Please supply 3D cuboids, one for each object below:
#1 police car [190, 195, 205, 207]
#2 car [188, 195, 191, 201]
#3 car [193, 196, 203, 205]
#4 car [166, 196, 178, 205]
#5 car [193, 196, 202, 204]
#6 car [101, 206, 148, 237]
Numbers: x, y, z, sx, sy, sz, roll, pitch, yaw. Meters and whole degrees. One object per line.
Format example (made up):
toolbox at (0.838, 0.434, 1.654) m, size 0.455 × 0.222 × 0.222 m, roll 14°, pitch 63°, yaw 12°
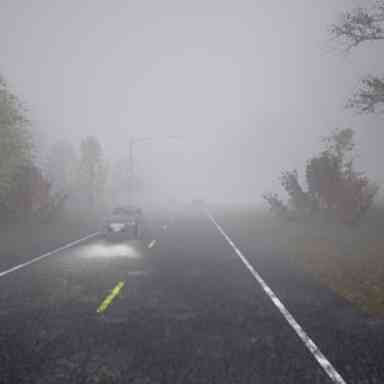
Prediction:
police car at (1.051, 1.508, 51.797) m, size 1.930 × 1.638 × 5.238 m, roll 0°, pitch 0°, yaw 0°
car at (0.003, 1.440, 85.144) m, size 1.882 × 1.535 × 5.008 m, roll 0°, pitch 0°, yaw 0°
car at (1.052, 1.544, 61.878) m, size 1.801 × 1.575 × 5.366 m, roll 0°, pitch 0°, yaw 0°
car at (-3.538, 1.591, 59.890) m, size 1.837 × 1.490 × 4.892 m, roll 0°, pitch 0°, yaw 1°
car at (1.052, 1.617, 67.689) m, size 1.812 × 1.442 × 4.674 m, roll 0°, pitch 0°, yaw 0°
car at (-3.599, 1.531, 18.407) m, size 2.128 × 1.511 × 4.902 m, roll 0°, pitch 0°, yaw 0°
